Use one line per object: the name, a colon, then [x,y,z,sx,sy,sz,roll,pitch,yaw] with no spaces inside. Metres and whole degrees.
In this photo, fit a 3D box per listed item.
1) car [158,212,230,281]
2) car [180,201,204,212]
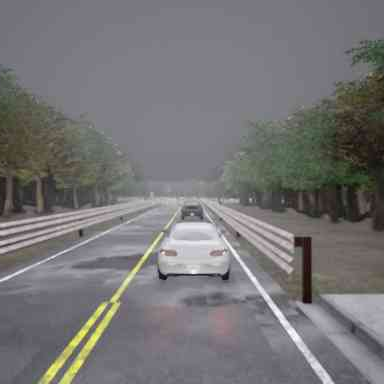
car: [0.064,1.561,9.887,1.812,1.442,4.674,0,0,1]
car: [0.019,1.614,30.140,1.837,1.490,4.892,0,0,0]
